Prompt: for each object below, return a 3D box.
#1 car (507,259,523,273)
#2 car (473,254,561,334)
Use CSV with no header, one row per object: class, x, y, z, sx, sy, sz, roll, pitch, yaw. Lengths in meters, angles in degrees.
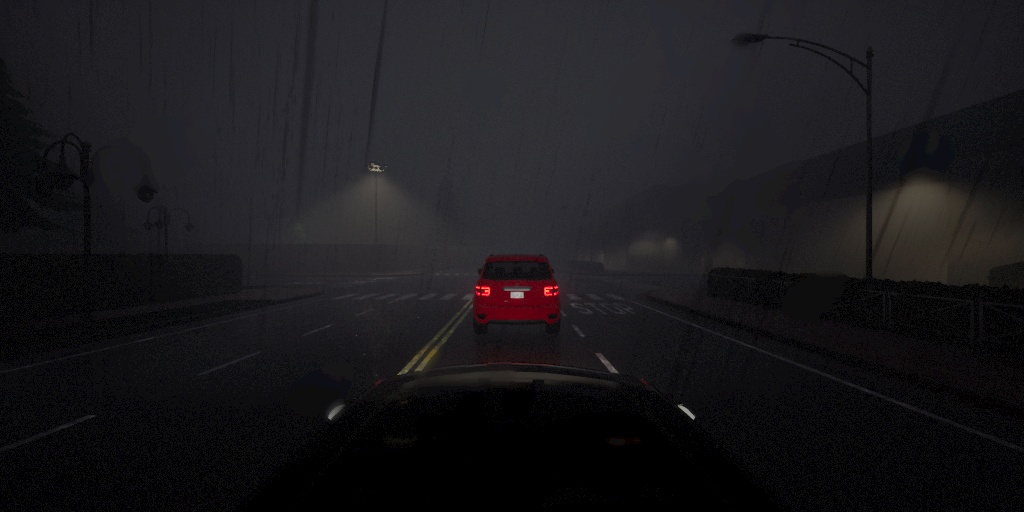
car,0.356,1.228,45.593,1.882,1.535,5.008,0,0,1
car,0.121,0.971,10.741,2.150,2.045,5.566,0,0,0
